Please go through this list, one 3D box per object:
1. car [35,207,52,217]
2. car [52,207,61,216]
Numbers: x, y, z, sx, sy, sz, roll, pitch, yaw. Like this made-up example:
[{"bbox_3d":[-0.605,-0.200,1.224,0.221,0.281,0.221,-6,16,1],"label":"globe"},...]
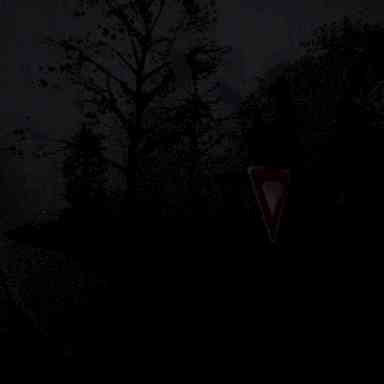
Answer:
[{"bbox_3d":[-22.899,3.131,52.790,1.882,1.535,5.008,-1,-3,6],"label":"car"},{"bbox_3d":[-19.409,3.148,52.500,2.033,1.411,5.357,-1,-3,6],"label":"car"}]
